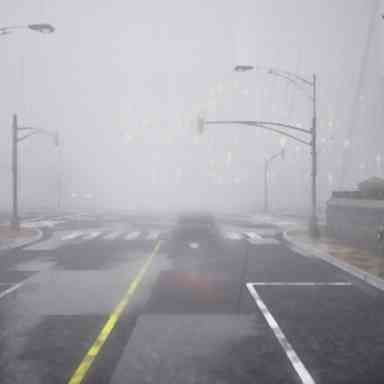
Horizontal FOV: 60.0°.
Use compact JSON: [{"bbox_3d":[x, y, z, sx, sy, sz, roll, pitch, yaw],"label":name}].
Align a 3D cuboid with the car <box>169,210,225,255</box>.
[{"bbox_3d":[0.210,1.477,13.151,1.837,1.490,4.892,0,0,3],"label":"car"}]
